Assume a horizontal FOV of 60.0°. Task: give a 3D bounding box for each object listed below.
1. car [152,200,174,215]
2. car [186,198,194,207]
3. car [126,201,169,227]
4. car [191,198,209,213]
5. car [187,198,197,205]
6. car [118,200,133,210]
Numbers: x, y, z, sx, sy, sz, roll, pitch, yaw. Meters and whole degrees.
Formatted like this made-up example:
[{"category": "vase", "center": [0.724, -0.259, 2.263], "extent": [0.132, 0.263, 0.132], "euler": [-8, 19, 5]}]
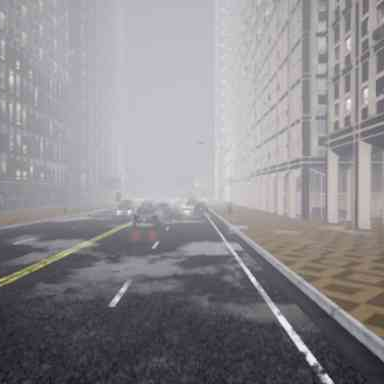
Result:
[{"category": "car", "center": [-3.150, 1.832, 37.489], "extent": [1.812, 1.442, 4.674], "euler": [0, 0, 0]}, {"category": "car", "center": [-0.005, 1.843, 60.413], "extent": [2.097, 1.767, 4.553], "euler": [0, 0, 0]}, {"category": "car", "center": [-3.152, 1.695, 24.449], "extent": [2.128, 1.511, 4.902], "euler": [0, 0, 0]}, {"category": "car", "center": [1.134, 1.865, 41.448], "extent": [1.812, 1.442, 4.674], "euler": [0, 0, 0]}, {"category": "car", "center": [-0.007, 1.992, 72.516], "extent": [2.033, 1.411, 5.357], "euler": [0, 0, 0]}, {"category": "car", "center": [-9.814, 1.878, 49.942], "extent": [1.882, 1.535, 5.008], "euler": [0, 0, 0]}]
